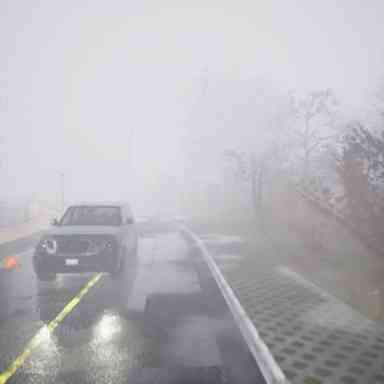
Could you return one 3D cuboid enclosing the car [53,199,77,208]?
[{"bbox_3d":[-19.621,1.740,51.229,1.895,1.301,4.718,0,0,-41],"label":"car"}]

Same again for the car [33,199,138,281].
[{"bbox_3d":[-3.017,1.341,10.670,2.150,2.045,5.566,0,-1,-3],"label":"car"}]
